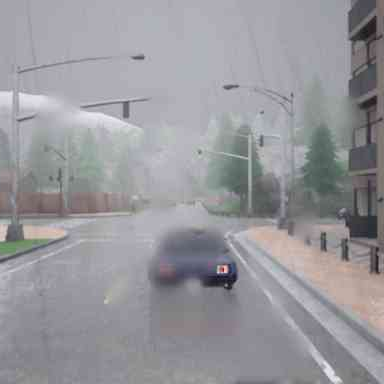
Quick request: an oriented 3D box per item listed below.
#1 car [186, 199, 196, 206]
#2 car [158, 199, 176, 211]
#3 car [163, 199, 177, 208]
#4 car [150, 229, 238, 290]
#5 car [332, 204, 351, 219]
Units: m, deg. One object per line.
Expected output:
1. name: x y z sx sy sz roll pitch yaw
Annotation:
1. car: -0.204 2.030 67.545 2.033 1.411 5.357 0 0 0
2. car: -3.719 1.886 47.217 2.033 1.411 5.357 0 0 0
3. car: -3.730 1.973 57.206 1.994 1.385 4.181 0 0 1
4. car: 0.044 1.668 9.204 1.895 1.301 4.718 0 0 0
5. car: 14.754 1.575 29.187 4.553 1.767 2.097 0 0 -1
